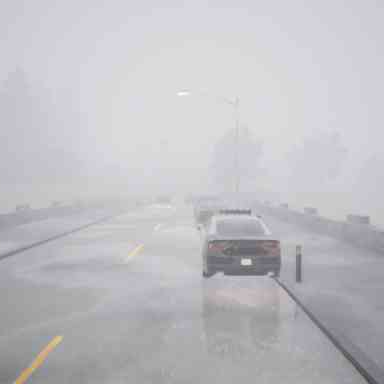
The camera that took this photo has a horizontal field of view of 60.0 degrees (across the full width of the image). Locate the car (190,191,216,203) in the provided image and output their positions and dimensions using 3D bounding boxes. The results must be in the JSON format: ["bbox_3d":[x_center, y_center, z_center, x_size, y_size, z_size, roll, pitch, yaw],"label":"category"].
[{"bbox_3d":[1.145,1.007,25.779,2.097,1.767,4.553,-3,1,0],"label":"car"}]

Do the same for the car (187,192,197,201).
[{"bbox_3d":[-0.002,0.820,60.498,1.837,1.490,4.892,0,1,0],"label":"car"}]

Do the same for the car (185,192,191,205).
[{"bbox_3d":[0.005,0.970,46.058,2.128,1.511,4.902,0,1,0],"label":"car"}]

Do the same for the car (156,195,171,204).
[{"bbox_3d":[-4.072,1.051,48.416,1.895,1.301,4.718,0,1,0],"label":"car"}]

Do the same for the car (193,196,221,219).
[{"bbox_3d":[1.198,1.253,19.811,1.882,1.535,5.008,0,1,0],"label":"car"}]

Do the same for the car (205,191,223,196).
[{"bbox_3d":[6.306,0.377,95.253,5.357,1.415,2.033,-1,1,-40],"label":"car"}]

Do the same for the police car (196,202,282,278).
[{"bbox_3d":[1.199,1.312,9.921,1.930,1.638,5.238,0,1,0],"label":"police car"}]
